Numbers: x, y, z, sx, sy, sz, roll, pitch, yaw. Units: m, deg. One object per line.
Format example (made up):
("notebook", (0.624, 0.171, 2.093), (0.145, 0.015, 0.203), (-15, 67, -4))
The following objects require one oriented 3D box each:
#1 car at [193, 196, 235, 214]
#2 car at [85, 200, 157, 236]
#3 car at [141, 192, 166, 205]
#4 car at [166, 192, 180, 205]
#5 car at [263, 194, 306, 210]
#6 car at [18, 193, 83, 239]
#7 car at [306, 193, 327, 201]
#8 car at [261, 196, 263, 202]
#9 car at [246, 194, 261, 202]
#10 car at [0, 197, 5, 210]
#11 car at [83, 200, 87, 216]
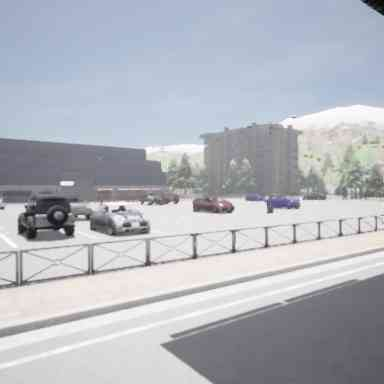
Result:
("car", (1.883, 1.143, 30.348), (2.007, 1.523, 4.514), (-1, 0, -36))
("car", (-3.682, 1.302, 16.800), (1.970, 1.475, 3.806), (-1, 0, -36))
("car", (-5.837, 0.884, 47.079), (1.905, 1.878, 3.866), (-1, 0, -36))
("car", (-3.716, 0.884, 49.107), (1.932, 1.855, 4.605), (-1, 0, -36))
("car", (10.029, 1.092, 36.137), (1.845, 1.501, 3.633), (-1, 0, -36))
("car", (-6.742, 1.041, 15.358), (1.905, 1.878, 3.866), (-1, 0, -36))
("car", (25.797, 1.025, 69.804), (1.837, 1.490, 4.892), (-1, 0, -36))
("car", (13.371, 1.062, 52.058), (1.970, 1.475, 3.806), (-1, 0, -36))
("car", (11.468, 1.025, 59.825), (1.845, 1.501, 3.633), (-1, 0, -36))
("car", (-21.260, 1.179, 35.622), (1.970, 1.475, 3.806), (-1, 0, -36))
("car", (-8.655, 1.032, 23.667), (1.932, 1.855, 4.605), (-1, 0, -36))
